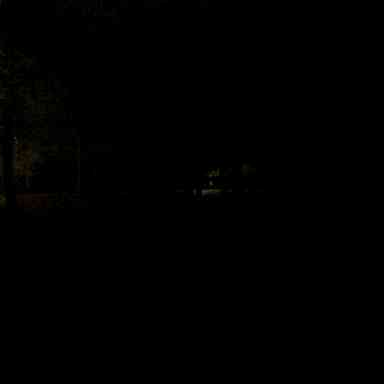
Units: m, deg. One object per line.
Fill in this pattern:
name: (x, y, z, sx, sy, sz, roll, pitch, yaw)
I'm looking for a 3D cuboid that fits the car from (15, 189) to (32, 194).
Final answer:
car: (-36.299, -0.029, 70.722, 1.994, 1.385, 4.181, -2, 0, 34)
